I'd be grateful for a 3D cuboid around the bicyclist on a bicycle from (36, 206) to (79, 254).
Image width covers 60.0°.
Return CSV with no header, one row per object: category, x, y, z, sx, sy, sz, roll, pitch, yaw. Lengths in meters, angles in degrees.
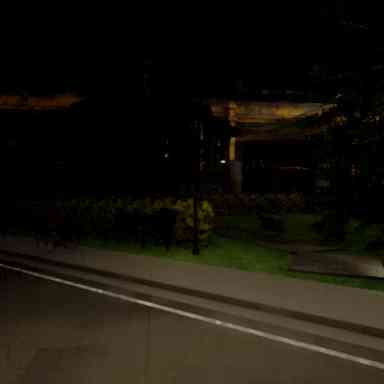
bicyclist on a bicycle,-4.633,1.297,11.612,0.582,1.620,1.656,0,-1,35
